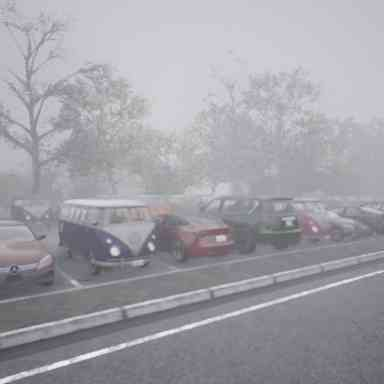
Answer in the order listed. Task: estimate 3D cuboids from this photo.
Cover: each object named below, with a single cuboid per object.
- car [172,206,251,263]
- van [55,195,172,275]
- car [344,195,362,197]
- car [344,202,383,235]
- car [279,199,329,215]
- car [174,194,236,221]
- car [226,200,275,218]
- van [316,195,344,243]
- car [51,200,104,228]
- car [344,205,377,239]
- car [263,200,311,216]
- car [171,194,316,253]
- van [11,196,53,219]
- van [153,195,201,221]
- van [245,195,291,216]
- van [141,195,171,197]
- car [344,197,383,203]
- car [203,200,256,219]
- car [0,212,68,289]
[{"bbox_3d":[-0.470,1.448,11.943,2.163,1.488,4.792,0,0,-35],"label":"car"},{"bbox_3d":[-2.653,1.213,10.208,1.878,1.987,4.442,-1,0,-35],"label":"van"},{"bbox_3d":[16.893,1.406,40.311,2.435,2.045,5.566,1,0,-35],"label":"car"},{"bbox_3d":[8.571,1.486,18.345,2.097,1.535,5.008,1,0,-35],"label":"car"},{"bbox_3d":[12.366,1.609,37.112,2.097,1.535,5.008,1,0,-35],"label":"car"},{"bbox_3d":[1.001,1.235,28.983,2.435,2.045,5.566,1,0,-35],"label":"car"},{"bbox_3d":[5.597,1.576,32.291,2.002,1.452,4.674,1,0,-35],"label":"car"},{"bbox_3d":[4.116,1.212,15.033,1.878,1.987,4.442,1,0,-35],"label":"van"},{"bbox_3d":[-7.926,1.417,22.662,2.097,1.535,5.008,-1,0,-35],"label":"car"},{"bbox_3d":[6.306,1.502,16.740,2.002,1.452,4.674,1,0,-35],"label":"car"},{"bbox_3d":[10.004,1.623,35.438,2.002,1.452,4.674,1,0,-35],"label":"car"},{"bbox_3d":[1.772,1.162,13.540,2.435,2.045,5.566,1,0,-35],"label":"car"},{"bbox_3d":[-10.112,1.212,20.953,1.878,1.987,4.442,-1,0,-35],"label":"van"},{"bbox_3d":[-1.340,1.236,27.493,1.878,1.987,4.442,1,0,-35],"label":"van"},{"bbox_3d":[7.683,1.333,33.924,1.878,1.987,4.442,1,0,-35],"label":"van"},{"bbox_3d":[-3.493,1.213,25.958,1.878,1.987,4.442,1,0,-35],"label":"van"},{"bbox_3d":[10.848,1.385,19.936,2.185,1.767,4.553,1,0,-35],"label":"car"},{"bbox_3d":[3.343,1.512,30.680,2.097,1.535,5.008,1,0,-35],"label":"car"},{"bbox_3d":[-4.981,1.499,8.695,2.002,1.452,4.674,-1,0,-35],"label":"car"}]
